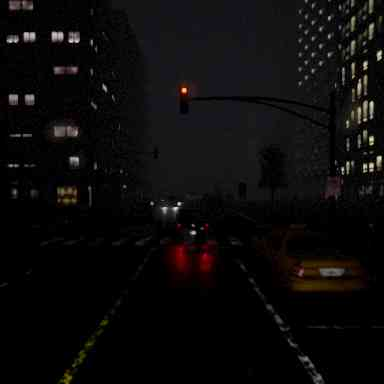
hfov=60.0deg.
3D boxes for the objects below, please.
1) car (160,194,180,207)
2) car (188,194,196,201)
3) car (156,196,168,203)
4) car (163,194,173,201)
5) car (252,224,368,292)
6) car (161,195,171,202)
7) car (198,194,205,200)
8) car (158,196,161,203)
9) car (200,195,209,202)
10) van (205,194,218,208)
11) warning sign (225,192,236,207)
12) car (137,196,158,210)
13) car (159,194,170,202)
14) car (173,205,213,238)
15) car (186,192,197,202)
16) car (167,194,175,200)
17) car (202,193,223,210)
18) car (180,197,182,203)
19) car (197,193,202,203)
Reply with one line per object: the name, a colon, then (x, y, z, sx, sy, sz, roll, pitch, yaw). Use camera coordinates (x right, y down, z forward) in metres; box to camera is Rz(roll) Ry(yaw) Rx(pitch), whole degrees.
car: (-3.102, 1.378, 47.823, 1.837, 1.490, 4.892, 0, 0, 0)
car: (-0.016, 1.279, 80.132, 2.033, 1.411, 5.357, 0, 0, 0)
car: (-5.707, 1.393, 63.043, 1.887, 1.381, 4.507, 0, 0, 0)
car: (-5.711, 1.266, 79.623, 1.967, 1.590, 4.097, 0, 0, 0)
car: (2.684, 1.498, 8.696, 1.752, 1.417, 4.829, 0, 0, 0)
car: (-5.709, 1.415, 74.097, 1.802, 1.307, 4.206, 0, 0, 0)
car: (2.668, 1.339, 90.848, 1.752, 1.417, 4.829, 0, 0, 0)
car: (-5.705, 1.407, 57.517, 2.008, 1.369, 4.403, 0, 0, 0)
car: (2.671, 1.378, 74.099, 1.887, 1.381, 4.507, 0, 0, 0)
van: (2.676, 1.217, 46.464, 1.690, 1.788, 3.998, 0, 0, 0)
warning sign: (5.063, 0.996, 44.195, 1.300, 1.860, 1.060, 0, 0, 0)
car: (-5.702, 1.439, 40.937, 2.008, 1.369, 4.403, 0, 0, 0)
car: (-5.709, 1.281, 68.570, 1.967, 1.590, 4.097, 0, 0, 0)
car: (0.067, 1.574, 17.561, 1.895, 1.301, 4.718, 0, 0, 0)
car: (-0.015, 1.064, 69.744, 2.150, 2.045, 5.566, 0, 0, 0)
car: (-5.712, 1.340, 90.507, 1.752, 1.417, 4.829, 0, 0, 0)
car: (2.677, 1.203, 40.939, 2.192, 1.841, 5.009, 0, 0, 0)
car: (-3.042, 1.409, 64.998, 1.994, 1.385, 4.181, 0, 0, 1)
car: (2.672, 1.164, 63.044, 2.192, 1.841, 5.009, 0, 0, 0)
